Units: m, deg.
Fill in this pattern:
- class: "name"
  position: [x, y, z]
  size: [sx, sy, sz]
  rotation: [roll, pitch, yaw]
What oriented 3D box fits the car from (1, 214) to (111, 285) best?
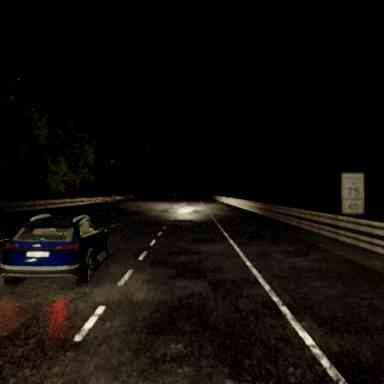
- class: "car"
  position: [-3.560, 1.428, 9.492]
  size: [2.033, 1.649, 4.856]
  rotation: [2, 0, -5]
